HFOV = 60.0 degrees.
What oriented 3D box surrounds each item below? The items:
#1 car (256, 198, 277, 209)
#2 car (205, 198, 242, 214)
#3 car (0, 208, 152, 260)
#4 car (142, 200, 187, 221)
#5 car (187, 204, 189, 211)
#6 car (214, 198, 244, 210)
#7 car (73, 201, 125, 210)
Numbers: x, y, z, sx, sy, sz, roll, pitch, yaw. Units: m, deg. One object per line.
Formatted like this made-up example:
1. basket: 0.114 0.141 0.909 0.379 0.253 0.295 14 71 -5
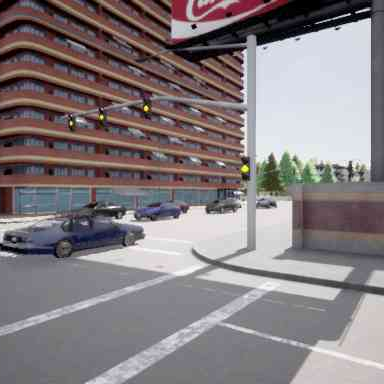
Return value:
1. car: 10.102 1.524 45.392 1.812 1.442 4.674 0 0 35
2. car: 3.235 1.504 35.695 1.837 1.490 4.892 0 0 35
3. car: -4.205 1.547 12.660 2.033 1.411 5.357 0 0 35
4. car: -2.700 1.525 27.250 1.812 1.442 4.674 0 0 35
5. car: -2.132 1.524 34.146 1.812 1.442 4.674 0 0 35
6. car: 4.997 1.524 44.255 1.812 1.442 4.674 0 0 36
7. car: -7.447 1.504 26.629 1.837 1.490 4.892 0 0 35
